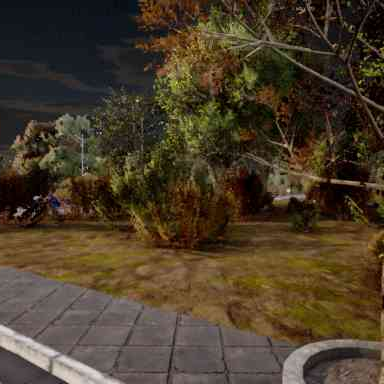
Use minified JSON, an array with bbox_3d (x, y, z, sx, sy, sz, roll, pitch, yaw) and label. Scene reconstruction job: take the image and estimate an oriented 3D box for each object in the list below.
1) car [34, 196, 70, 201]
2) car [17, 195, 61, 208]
[{"bbox_3d":[-17.513,1.247,41.250,1.882,1.535,5.008,0,0,32],"label":"car"},{"bbox_3d":[-20.030,1.223,43.825,1.882,1.535,5.008,0,0,32],"label":"car"}]
